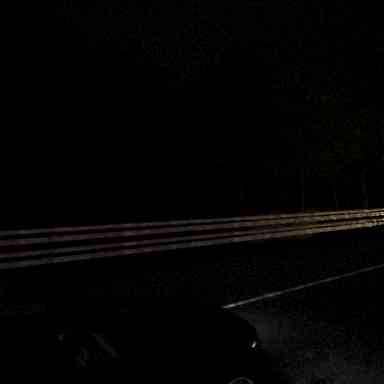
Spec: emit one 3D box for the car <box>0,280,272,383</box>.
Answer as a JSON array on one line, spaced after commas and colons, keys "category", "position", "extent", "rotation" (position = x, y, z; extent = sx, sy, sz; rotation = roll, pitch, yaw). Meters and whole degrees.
[{"category": "car", "position": [-1.388, 1.526, 2.757], "extent": [4.674, 1.442, 1.812], "rotation": [0, 0, -36]}]
